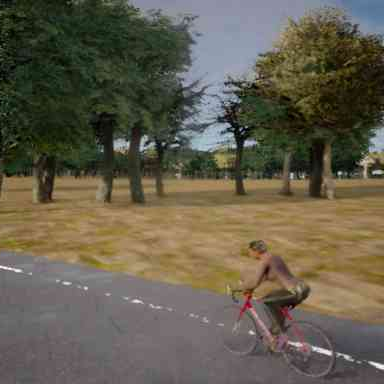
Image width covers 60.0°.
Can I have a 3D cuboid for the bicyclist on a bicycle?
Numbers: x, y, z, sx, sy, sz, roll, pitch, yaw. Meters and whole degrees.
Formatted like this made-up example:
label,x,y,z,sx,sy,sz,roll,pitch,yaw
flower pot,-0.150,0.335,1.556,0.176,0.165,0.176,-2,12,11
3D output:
label,x,y,z,sx,sy,sz,roll,pitch,yaw
bicyclist on a bicycle,0.992,1.455,4.313,1.656,1.620,0.582,0,0,35
